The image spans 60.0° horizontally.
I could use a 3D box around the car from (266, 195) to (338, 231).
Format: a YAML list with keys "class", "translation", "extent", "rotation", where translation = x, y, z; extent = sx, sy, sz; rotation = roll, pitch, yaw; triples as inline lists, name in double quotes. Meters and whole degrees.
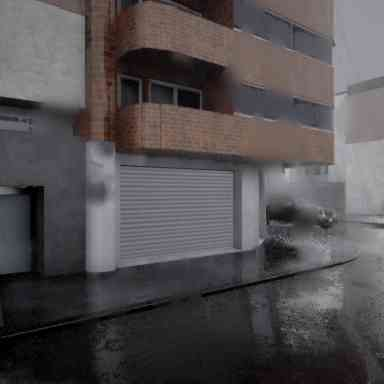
- class: "car"
  translation: [6.344, 1.221, 21.062]
  extent: [2.150, 2.045, 5.566]
  rotation: [0, 0, -32]
